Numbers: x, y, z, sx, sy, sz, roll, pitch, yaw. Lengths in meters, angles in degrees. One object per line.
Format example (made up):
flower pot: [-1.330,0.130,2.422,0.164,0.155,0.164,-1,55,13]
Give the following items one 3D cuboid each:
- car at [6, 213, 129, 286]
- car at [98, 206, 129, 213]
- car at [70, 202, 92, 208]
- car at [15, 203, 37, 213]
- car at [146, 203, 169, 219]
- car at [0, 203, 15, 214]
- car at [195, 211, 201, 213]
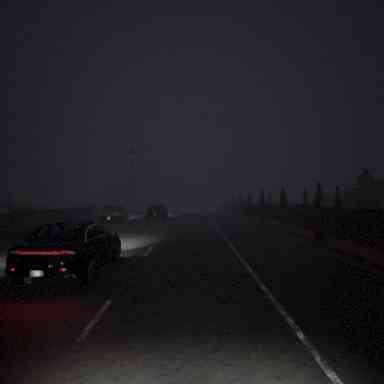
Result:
car: [-3.398,1.593,9.709,2.128,1.511,4.902,0,-1,0]
car: [-6.895,1.908,29.788,1.895,1.301,4.718,0,-1,0]
car: [-14.082,2.012,42.714,2.128,1.511,4.902,0,-2,0]
car: [-21.081,2.010,40.893,2.033,1.411,5.357,0,-2,0]
car: [-3.395,1.833,33.048,2.128,1.511,4.902,0,-1,0]
car: [-17.594,1.820,28.510,1.812,1.442,4.674,0,0,0]
car: [1.236,5.021,73.309,1.812,1.442,4.674,0,-8,0]
